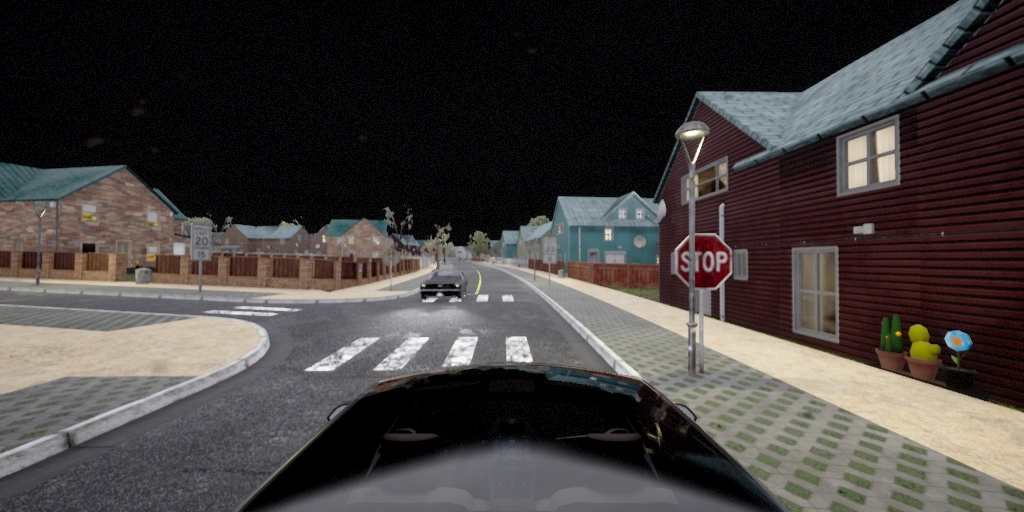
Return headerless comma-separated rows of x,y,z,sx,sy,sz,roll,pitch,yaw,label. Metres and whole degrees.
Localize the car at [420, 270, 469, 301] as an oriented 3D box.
-3.175,1.343,17.493,1.895,1.301,4.718,0,0,-3,car
